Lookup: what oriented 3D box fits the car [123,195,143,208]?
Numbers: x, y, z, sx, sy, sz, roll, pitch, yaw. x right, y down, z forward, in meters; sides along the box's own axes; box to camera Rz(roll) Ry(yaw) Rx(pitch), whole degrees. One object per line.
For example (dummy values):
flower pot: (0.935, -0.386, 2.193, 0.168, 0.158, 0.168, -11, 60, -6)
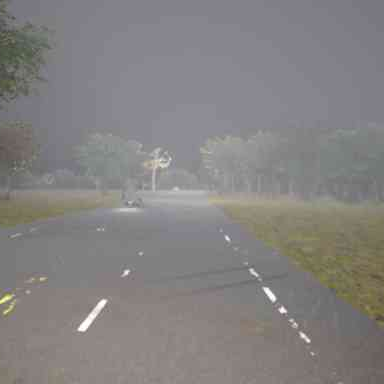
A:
car: (-7.181, 1.085, 41.079, 2.128, 1.511, 4.902, 1, 1, 0)
